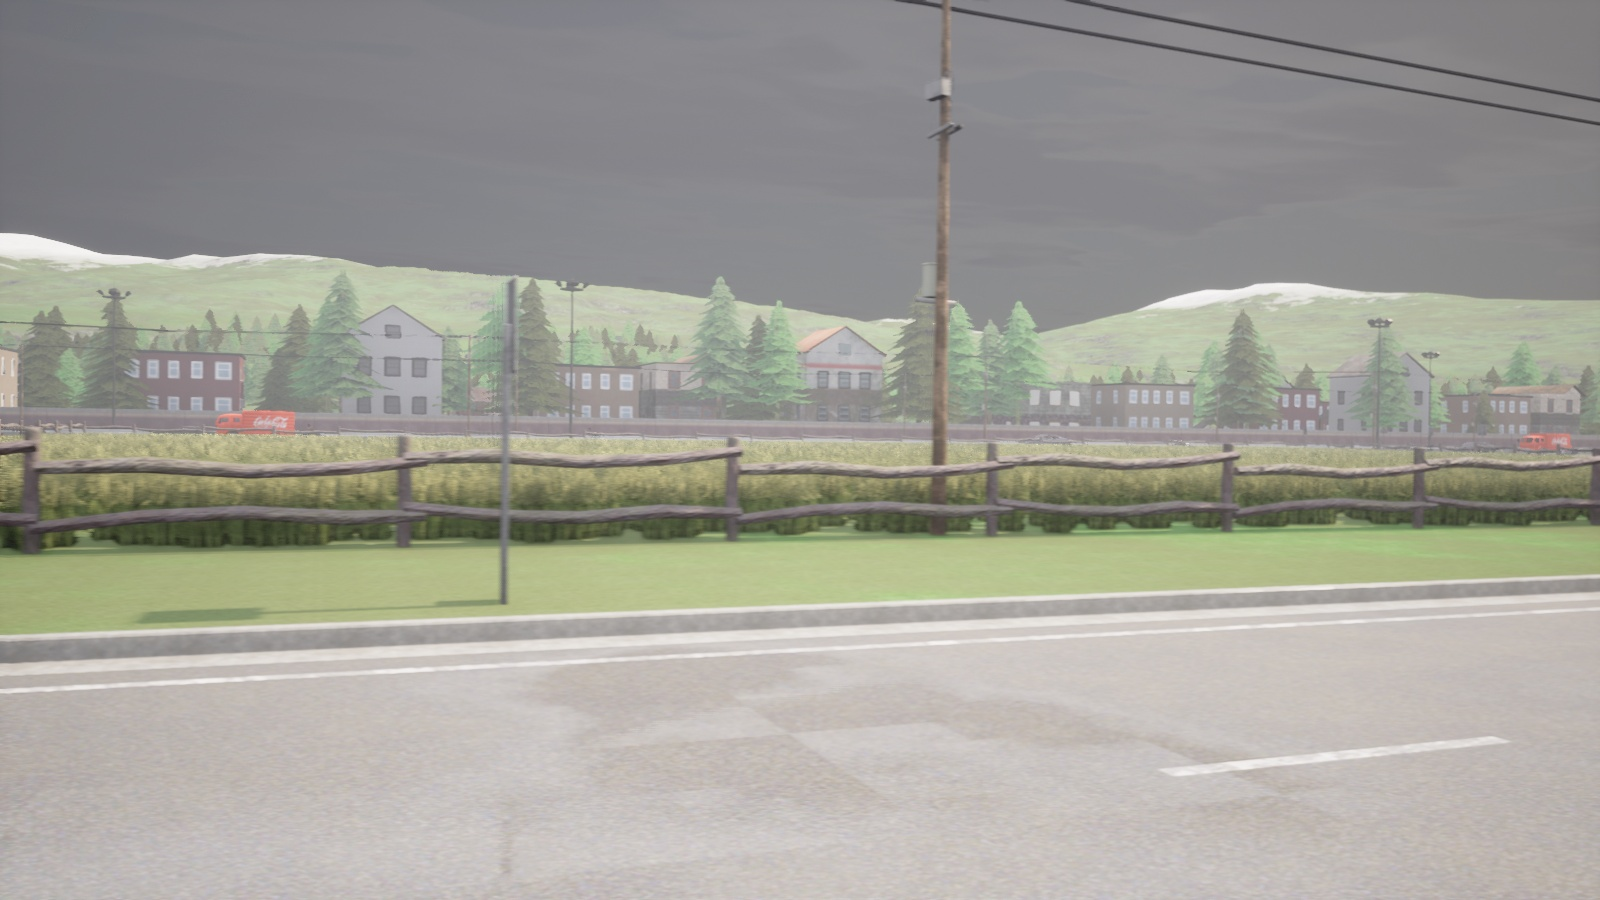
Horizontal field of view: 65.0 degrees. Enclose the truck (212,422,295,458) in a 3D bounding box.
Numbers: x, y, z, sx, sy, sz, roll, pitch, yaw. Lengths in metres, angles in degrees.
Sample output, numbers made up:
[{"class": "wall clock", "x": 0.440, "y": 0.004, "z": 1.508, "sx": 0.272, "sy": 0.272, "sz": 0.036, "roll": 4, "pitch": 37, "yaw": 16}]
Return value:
[{"class": "truck", "x": -38.349, "y": -0.723, "z": 88.296, "sx": 5.204, "sy": 2.467, "sz": 2.627, "roll": -1, "pitch": 1, "yaw": -21}]
